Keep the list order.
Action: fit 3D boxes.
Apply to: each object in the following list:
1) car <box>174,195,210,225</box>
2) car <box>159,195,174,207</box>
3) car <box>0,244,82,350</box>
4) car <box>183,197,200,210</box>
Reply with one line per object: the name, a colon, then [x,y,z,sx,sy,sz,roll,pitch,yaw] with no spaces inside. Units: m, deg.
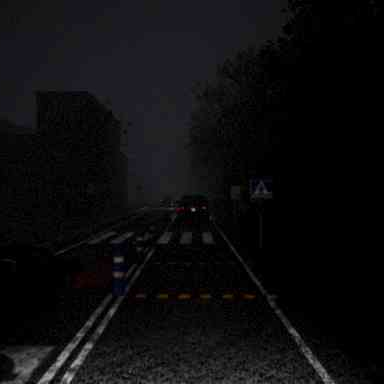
car: [0.071,1.193,23.651,2.150,2.045,5.566,0,0,0]
car: [-3.491,1.237,47.265,2.097,1.767,4.553,0,0,0]
car: [-3.351,1.594,5.122,1.895,1.301,4.718,0,0,0]
car: [-0.024,1.457,42.819,2.033,1.411,5.357,0,0,0]
